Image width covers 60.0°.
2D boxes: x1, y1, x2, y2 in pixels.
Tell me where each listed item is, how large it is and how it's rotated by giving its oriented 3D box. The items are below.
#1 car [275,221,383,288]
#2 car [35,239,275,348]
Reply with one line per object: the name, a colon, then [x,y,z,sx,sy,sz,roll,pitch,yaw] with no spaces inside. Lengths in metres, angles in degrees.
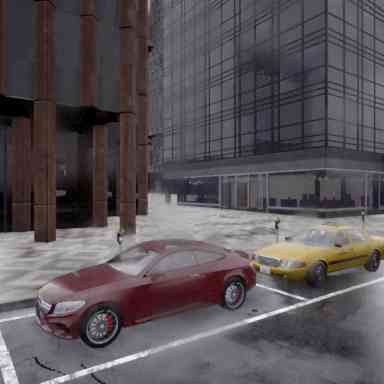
car: [3.687,1.525,9.263,4.829,1.417,1.752,0,0,-35]
car: [-0.606,1.582,6.211,4.206,1.307,1.802,0,0,-35]
